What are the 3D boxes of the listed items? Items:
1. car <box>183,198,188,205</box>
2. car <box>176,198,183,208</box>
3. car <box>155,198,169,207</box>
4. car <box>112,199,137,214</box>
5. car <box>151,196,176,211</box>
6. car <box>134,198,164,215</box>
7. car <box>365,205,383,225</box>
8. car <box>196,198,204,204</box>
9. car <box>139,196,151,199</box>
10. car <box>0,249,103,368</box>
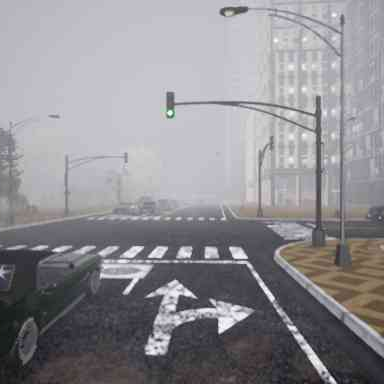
[{"bbox_3d":[-2.013,2.076,70.633,2.128,1.511,4.902,0,0,4],"label":"car"},{"bbox_3d":[-3.165,1.969,56.715,1.812,1.442,4.674,0,-1,4],"label":"car"},{"bbox_3d":[-5.759,1.987,64.783,1.882,1.535,5.008,0,-1,5],"label":"car"},{"bbox_3d":[-7.790,1.849,39.377,2.033,1.411,5.357,0,0,4],"label":"car"},{"bbox_3d":[-3.977,1.712,46.475,2.097,1.767,4.553,0,0,4],"label":"car"},{"bbox_3d":[-4.686,1.792,37.357,1.837,1.490,4.892,0,0,4],"label":"car"},{"bbox_3d":[14.783,1.238,22.313,5.566,2.045,2.150,0,0,5],"label":"car"},{"bbox_3d":[1.853,2.153,78.465,1.812,1.442,4.674,0,0,4],"label":"car"},{"bbox_3d":[-6.963,1.607,49.944,2.150,2.045,5.566,0,0,5],"label":"car"},{"bbox_3d":[-3.042,1.646,5.759,1.895,1.301,4.718,0,0,1],"label":"car"}]
